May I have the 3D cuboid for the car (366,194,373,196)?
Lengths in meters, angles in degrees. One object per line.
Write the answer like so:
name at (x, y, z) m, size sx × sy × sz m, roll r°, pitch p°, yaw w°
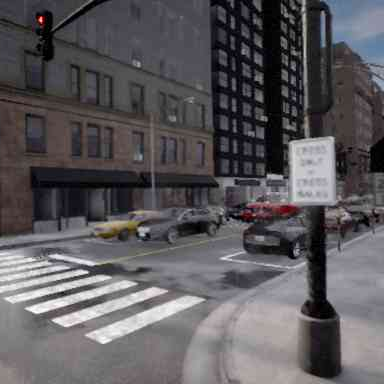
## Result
car at (28.086, 1.064, 54.903) m, size 1.947 × 1.339 × 4.313 m, roll -1°, pitch 0°, yaw 39°

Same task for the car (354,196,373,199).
car at (13.840, 1.257, 24.809) m, size 1.752 × 1.417 × 4.829 m, roll -1°, pitch 0°, yaw 39°

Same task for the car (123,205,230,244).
car at (-0.551, 1.491, 15.893) m, size 2.128 × 1.511 × 4.902 m, roll -1°, pitch 0°, yaw 40°

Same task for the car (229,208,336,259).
car at (3.454, 1.480, 12.108) m, size 1.947 × 1.339 × 4.313 m, roll -1°, pitch 0°, yaw 39°

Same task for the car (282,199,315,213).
car at (10.955, 1.387, 33.955) m, size 1.802 × 1.307 × 4.206 m, roll -1°, pitch 0°, yaw 39°

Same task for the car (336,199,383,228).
car at (10.307, 1.360, 20.488) m, size 1.947 × 1.339 × 4.313 m, roll -1°, pitch 0°, yaw 39°

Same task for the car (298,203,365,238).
car at (6.881, 1.436, 16.298) m, size 1.802 × 1.307 × 4.206 m, roll -1°, pitch 0°, yaw 39°

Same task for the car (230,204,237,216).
car at (0.675, 1.536, 21.386) m, size 2.008 × 1.369 × 4.403 m, roll -1°, pitch 0°, yaw 39°

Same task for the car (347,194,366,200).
car at (24.551, 1.087, 50.582) m, size 1.752 × 1.417 × 4.829 m, roll -1°, pitch 0°, yaw 39°

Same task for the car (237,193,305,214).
car at (5.763, 1.111, 23.613) m, size 2.150 × 2.045 × 5.566 m, roll -1°, pitch 0°, yaw 39°

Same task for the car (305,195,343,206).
car at (12.410, 1.264, 31.707) m, size 2.128 × 1.511 × 4.902 m, roll -1°, pitch 0°, yaw 39°

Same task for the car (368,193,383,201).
car at (34.939, 0.956, 63.283) m, size 1.802 × 1.307 × 4.206 m, roll -1°, pitch 0°, yaw 39°

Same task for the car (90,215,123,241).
car at (-2.859, 1.572, 17.064) m, size 1.752 × 1.417 × 4.829 m, roll -1°, pitch 0°, yaw 39°

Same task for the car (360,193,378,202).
car at (31.404, 0.964, 58.962) m, size 1.752 × 1.417 × 4.829 m, roll -1°, pitch 0°, yaw 39°

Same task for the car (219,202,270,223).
car at (4.102, 1.491, 25.576) m, size 1.947 × 1.339 × 4.313 m, roll -1°, pitch 0°, yaw 39°
